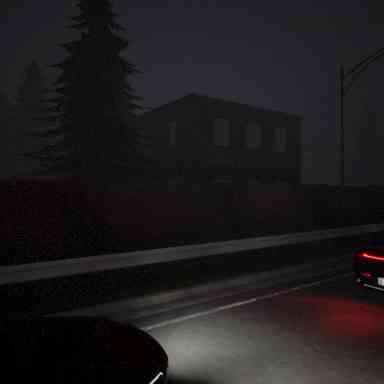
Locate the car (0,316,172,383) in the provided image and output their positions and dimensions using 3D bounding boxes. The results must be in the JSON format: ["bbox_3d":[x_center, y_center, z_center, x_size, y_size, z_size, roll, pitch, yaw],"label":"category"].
[{"bbox_3d":[-2.302,1.526,2.110,4.674,1.442,1.812,0,0,-36],"label":"car"}]

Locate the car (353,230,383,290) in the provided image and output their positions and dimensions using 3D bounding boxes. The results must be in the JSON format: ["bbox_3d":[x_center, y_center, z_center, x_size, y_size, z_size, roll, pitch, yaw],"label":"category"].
[{"bbox_3d":[5.737,1.505,7.839,4.892,1.490,1.837,0,0,-35],"label":"car"}]
